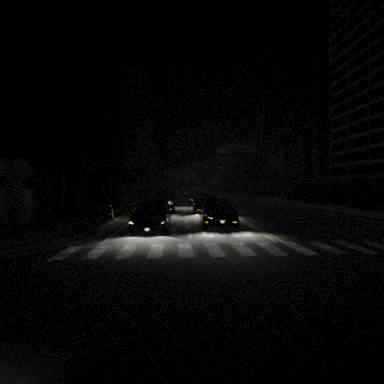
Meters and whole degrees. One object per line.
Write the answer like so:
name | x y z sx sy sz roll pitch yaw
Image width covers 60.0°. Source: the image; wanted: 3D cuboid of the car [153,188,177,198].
car | -2.498 0.824 27.566 2.097 1.767 4.553 -1 1 -2

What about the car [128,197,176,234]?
car | -2.088 1.228 17.460 2.033 1.411 5.357 -1 1 -2

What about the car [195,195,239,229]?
car | 1.379 1.132 18.521 1.837 1.490 4.892 -1 1 -2

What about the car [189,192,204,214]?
car | 1.012 1.009 27.427 1.994 1.385 4.181 -1 1 -2
